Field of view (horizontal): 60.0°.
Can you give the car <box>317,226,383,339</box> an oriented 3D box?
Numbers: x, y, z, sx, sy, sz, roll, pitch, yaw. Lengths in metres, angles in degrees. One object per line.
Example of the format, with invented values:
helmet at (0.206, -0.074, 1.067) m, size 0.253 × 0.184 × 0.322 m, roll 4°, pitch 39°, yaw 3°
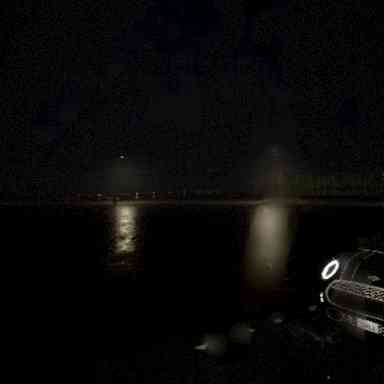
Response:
car at (4.313, 1.278, 6.036) m, size 4.553 × 1.767 × 2.097 m, roll -1°, pitch 1°, yaw -36°
